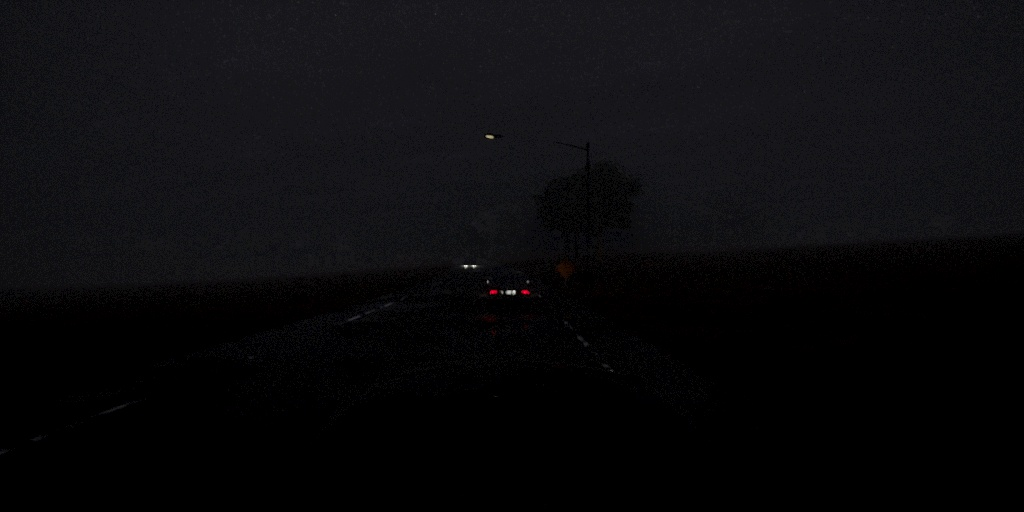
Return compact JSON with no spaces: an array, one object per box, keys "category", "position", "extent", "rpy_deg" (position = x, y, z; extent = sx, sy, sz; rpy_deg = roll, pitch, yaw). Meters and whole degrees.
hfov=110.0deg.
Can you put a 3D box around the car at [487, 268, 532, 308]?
[{"category":"car","position":[-0.164,1.428,15.907],"extent":[2.033,1.411,5.357],"rpy_deg":[0,0,-1]}]

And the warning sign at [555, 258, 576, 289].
[{"category":"warning sign","position":[3.204,1.029,21.566],"extent":[1.300,1.860,1.060],"rpy_deg":[0,0,-2]}]

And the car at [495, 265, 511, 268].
[{"category":"car","position":[-0.797,1.483,30.942],"extent":[2.033,1.411,5.357],"rpy_deg":[0,0,-3]}]
